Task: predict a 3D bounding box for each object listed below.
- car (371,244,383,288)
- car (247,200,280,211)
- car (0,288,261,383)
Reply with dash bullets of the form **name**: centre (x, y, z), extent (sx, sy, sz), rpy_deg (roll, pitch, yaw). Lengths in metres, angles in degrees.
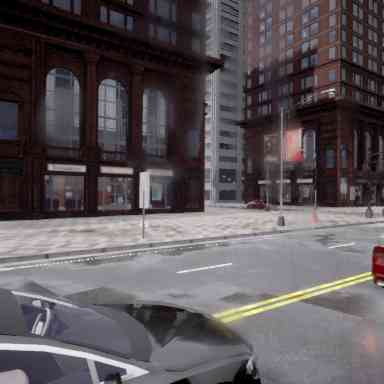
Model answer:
- **car**: centre (6.227, 1.488, 7.875), extent (5.008, 1.535, 1.882), rpy_deg (0, 0, -35)
- **car**: centre (9.174, 1.734, 42.974), extent (1.812, 1.442, 4.674), rpy_deg (1, -1, -35)
- **car**: centre (-1.602, 1.492, 2.303), extent (4.902, 1.511, 2.128), rpy_deg (0, 0, -35)
